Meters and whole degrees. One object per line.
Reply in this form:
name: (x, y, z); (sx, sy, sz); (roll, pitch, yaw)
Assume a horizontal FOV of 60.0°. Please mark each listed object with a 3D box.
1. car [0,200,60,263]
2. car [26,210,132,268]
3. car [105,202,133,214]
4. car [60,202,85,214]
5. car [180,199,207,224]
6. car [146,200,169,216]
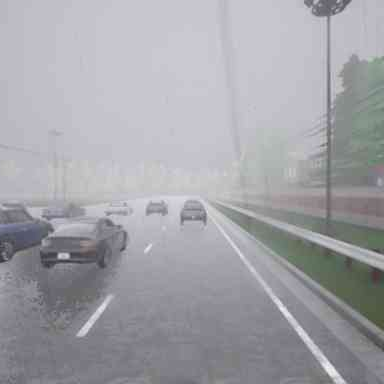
car: (-6.895, 1.358, 12.207); (2.097, 1.767, 4.553); (0, 0, 0)
car: (-3.410, 1.531, 11.124); (1.812, 1.442, 4.674); (0, 0, 0)
car: (-6.891, 1.615, 31.992); (1.895, 1.301, 4.718); (0, 0, 0)
car: (-10.392, 1.559, 27.308); (2.033, 1.411, 5.357); (0, 0, 0)
car: (0.107, 1.504, 24.743); (2.128, 1.511, 4.902); (0, 0, 0)
car: (-3.391, 1.507, 32.974); (2.128, 1.511, 4.902); (0, 0, 0)
